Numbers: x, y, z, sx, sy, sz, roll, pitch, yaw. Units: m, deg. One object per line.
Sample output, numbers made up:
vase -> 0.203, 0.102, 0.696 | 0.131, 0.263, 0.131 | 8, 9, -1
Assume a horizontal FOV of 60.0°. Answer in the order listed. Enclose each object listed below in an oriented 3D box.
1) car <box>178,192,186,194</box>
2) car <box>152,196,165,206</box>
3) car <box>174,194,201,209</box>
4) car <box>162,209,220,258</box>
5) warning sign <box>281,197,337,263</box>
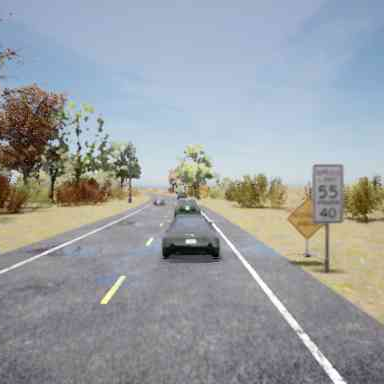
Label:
car -> -2.374, 0.964, 80.198 | 2.150, 2.045, 5.566 | 0, 0, -5
car -> -5.118, 1.355, 51.840 | 2.128, 1.511, 4.902 | 0, 0, -3
car -> -0.393, 1.288, 27.514 | 2.097, 1.767, 4.553 | 0, 0, -1
car -> -0.046, 1.538, 12.585 | 1.994, 1.385, 4.181 | 0, 0, 0
warning sign -> 3.493, 1.094, 10.066 | 1.300, 1.860, 1.060 | 1, 1, -1
